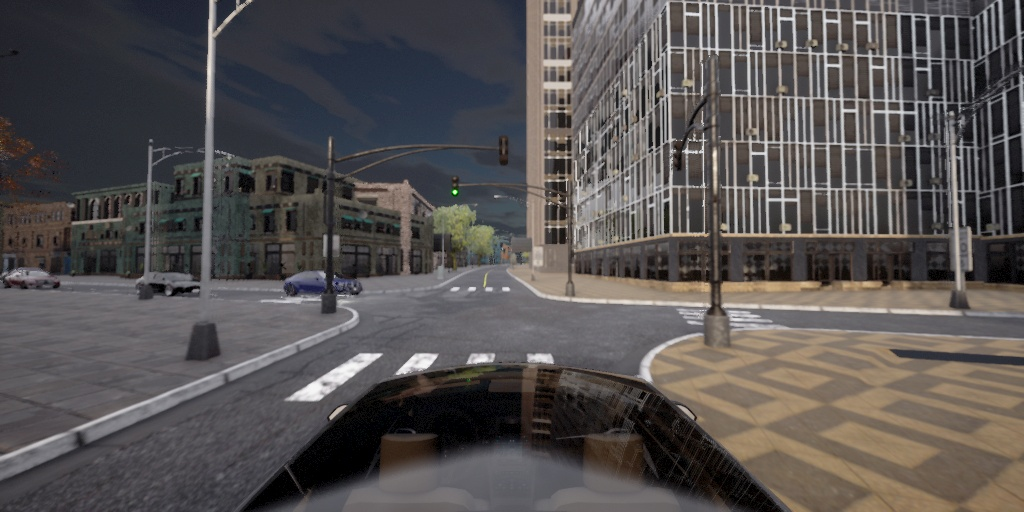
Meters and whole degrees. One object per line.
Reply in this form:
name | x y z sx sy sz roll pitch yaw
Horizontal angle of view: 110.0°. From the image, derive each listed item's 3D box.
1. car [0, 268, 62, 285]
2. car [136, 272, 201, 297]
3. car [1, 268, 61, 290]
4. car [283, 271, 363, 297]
car | -42.783 1.737 31.774 5.357 1.411 2.033 -1 -2 20
car | -19.525 1.571 20.560 4.313 1.339 1.948 0 0 20
car | -35.155 1.728 26.246 4.207 1.307 1.802 0 0 20
car | -10.609 1.537 20.068 4.674 1.442 1.812 0 -2 20
